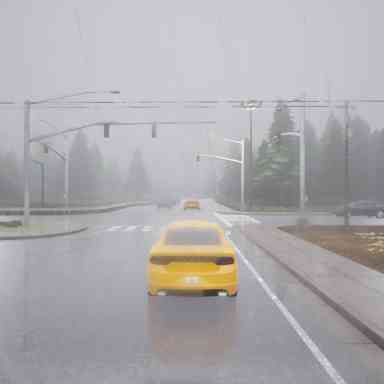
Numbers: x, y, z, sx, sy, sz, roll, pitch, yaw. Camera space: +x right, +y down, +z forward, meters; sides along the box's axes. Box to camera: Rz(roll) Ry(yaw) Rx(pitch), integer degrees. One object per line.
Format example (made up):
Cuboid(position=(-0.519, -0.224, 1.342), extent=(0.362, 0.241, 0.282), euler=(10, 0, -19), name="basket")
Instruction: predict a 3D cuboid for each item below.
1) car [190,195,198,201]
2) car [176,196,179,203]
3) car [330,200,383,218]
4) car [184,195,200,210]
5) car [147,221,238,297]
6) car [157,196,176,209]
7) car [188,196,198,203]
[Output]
Cuboid(position=(0.637, 1.442, 83.258), extent=(1.837, 1.490, 4.892), euler=(0, 0, 2), name="car")
Cuboid(position=(-3.589, 1.601, 55.242), extent=(1.895, 1.301, 4.718), euler=(0, 0, 1), name="car")
Cuboid(position=(14.889, 1.531, 29.630), extent=(4.892, 1.490, 1.837), euler=(0, 0, 1), name="car")
Cuboid(position=(-0.012, 1.478, 42.304), extent=(1.882, 1.535, 5.008), euler=(0, 0, 0), name="car")
Cuboid(position=(0.043, 1.474, 8.642), extent=(1.882, 1.535, 5.008), euler=(0, 0, 1), name="car")
Cuboid(position=(-3.612, 1.547, 45.064), extent=(2.033, 1.411, 5.357), euler=(0, 0, 0), name="car")
Cuboid(position=(0.246, 1.537, 72.865), extent=(2.033, 1.411, 5.357), euler=(0, 0, 2), name="car")
